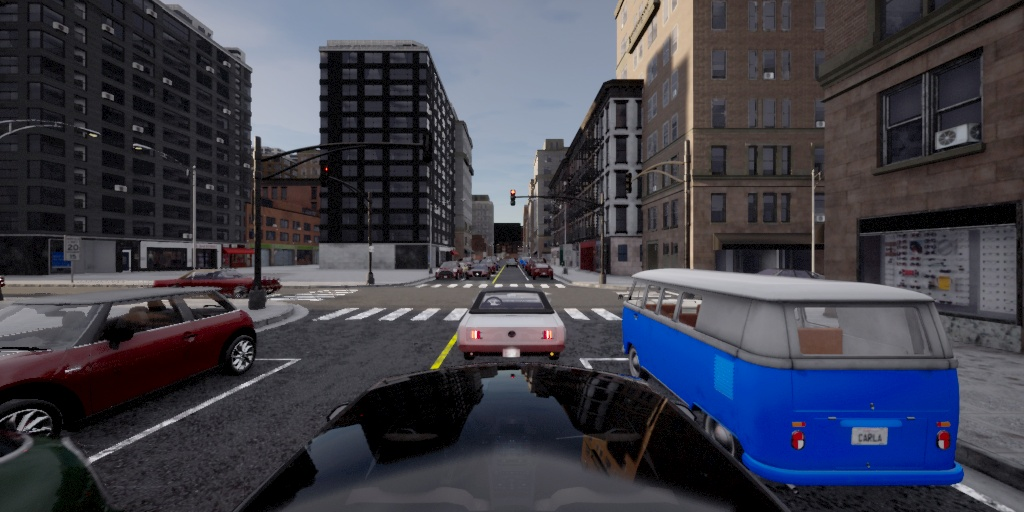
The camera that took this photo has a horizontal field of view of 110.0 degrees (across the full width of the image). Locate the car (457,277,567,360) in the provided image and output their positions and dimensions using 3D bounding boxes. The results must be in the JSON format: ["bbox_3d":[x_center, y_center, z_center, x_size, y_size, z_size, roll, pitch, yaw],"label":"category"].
[{"bbox_3d":[-0.008,1.350,8.278,1.895,1.301,4.718,0,0,0],"label":"car"}]

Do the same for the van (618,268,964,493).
[{"bbox_3d":[2.635,1.090,4.494,1.690,1.789,3.998,0,0,0],"label":"van"}]

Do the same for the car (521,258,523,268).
[{"bbox_3d":[2.566,1.289,47.603,1.888,1.381,4.507,0,0,0],"label":"car"}]

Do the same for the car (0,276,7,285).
[{"bbox_3d":[-26.939,1.209,16.675,4.718,1.301,1.895,0,0,0],"label":"car"}]

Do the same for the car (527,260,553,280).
[{"bbox_3d":[2.592,1.292,31.374,1.888,1.381,4.507,0,0,0],"label":"car"}]

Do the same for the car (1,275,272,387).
[{"bbox_3d":[-5.390,1.189,4.481,1.967,1.591,4.097,0,0,0],"label":"car"}]

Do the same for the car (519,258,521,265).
[{"bbox_3d":[2.549,1.306,58.422,1.948,1.339,4.313,0,0,0],"label":"car"}]

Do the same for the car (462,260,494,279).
[{"bbox_3d":[-2.896,1.311,31.538,1.994,1.385,4.181,0,0,-1],"label":"car"}]

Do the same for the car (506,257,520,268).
[{"bbox_3d":[-0.004,1.302,62.330,1.994,1.385,4.181,0,0,1],"label":"car"}]

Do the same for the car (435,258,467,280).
[{"bbox_3d":[-5.433,1.186,31.361,1.967,1.591,4.097,0,0,0],"label":"car"}]

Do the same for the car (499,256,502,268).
[{"bbox_3d":[-2.910,1.096,49.032,2.097,1.767,4.553,0,0,0],"label":"car"}]

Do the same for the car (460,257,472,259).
[{"bbox_3d":[-5.450,1.060,42.180,2.192,1.841,5.009,0,0,0],"label":"car"}]

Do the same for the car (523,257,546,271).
[{"bbox_3d":[2.584,1.061,36.783,2.192,1.841,5.009,0,0,0],"label":"car"}]

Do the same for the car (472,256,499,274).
[{"bbox_3d":[-2.892,1.098,40.158,2.097,1.767,4.553,0,0,0],"label":"car"}]

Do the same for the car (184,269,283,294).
[{"bbox_3d":[-13.491,1.284,16.706,4.718,1.301,1.895,0,0,0],"label":"car"}]

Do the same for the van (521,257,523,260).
[{"bbox_3d":[2.558,1.083,53.013,1.690,1.789,3.998,0,0,0],"label":"van"}]
